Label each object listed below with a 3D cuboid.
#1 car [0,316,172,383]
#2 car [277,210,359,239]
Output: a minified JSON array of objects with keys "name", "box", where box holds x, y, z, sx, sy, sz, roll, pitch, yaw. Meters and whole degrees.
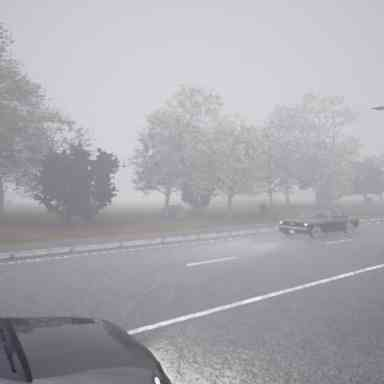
[{"name":"car","box":[-2.150,1.564,2.212,4.181,1.385,1.994,0,0,-36]},{"name":"car","box":[6.624,1.599,17.308,4.718,1.301,1.895,0,0,-35]}]
